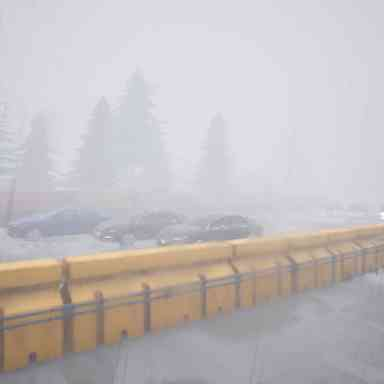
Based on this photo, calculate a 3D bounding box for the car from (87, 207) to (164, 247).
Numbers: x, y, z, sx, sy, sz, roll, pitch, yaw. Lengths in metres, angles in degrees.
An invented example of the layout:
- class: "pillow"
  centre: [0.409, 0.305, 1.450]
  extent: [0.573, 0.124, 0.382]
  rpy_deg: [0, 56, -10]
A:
- class: "car"
  centre: [-2.082, 1.589, 15.651]
  extent: [4.892, 1.490, 1.837]
  rpy_deg: [1, 0, -38]

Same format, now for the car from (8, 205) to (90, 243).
- class: "car"
  centre: [-6.426, 1.540, 16.743]
  extent: [5.008, 1.535, 1.882]
  rpy_deg: [1, 0, -37]

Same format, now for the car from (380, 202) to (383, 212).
- class: "car"
  centre: [26.943, 1.950, 45.308]
  extent: [2.128, 1.511, 4.902]
  rpy_deg: [0, 0, 37]

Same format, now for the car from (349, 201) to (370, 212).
- class: "car"
  centre: [23.278, 1.987, 46.169]
  extent: [2.033, 1.411, 5.357]
  rpy_deg: [0, 0, 38]

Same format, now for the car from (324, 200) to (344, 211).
- class: "car"
  centre: [20.966, 1.920, 49.000]
  extent: [1.882, 1.535, 5.008]
  rpy_deg: [0, 0, 37]

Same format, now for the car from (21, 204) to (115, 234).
- class: "car"
  centre: [-7.473, 1.555, 20.341]
  extent: [5.008, 1.535, 1.882]
  rpy_deg: [1, 0, -37]

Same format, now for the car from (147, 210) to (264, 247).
- class: "car"
  centre: [0.868, 1.596, 13.521]
  extent: [4.892, 1.490, 1.837]
  rpy_deg: [1, -1, -38]
